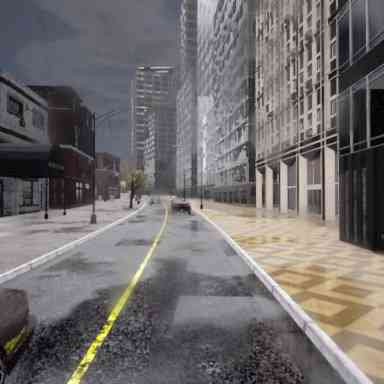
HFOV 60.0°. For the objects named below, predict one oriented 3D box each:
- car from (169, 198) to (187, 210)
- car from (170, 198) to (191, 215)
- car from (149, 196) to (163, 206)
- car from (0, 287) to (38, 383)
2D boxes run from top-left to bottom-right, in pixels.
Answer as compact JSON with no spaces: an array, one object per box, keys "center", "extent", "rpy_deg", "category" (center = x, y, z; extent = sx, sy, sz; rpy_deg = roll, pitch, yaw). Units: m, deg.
[{"center":[-1.924,1.529,44.013],"extent":[2.033,1.411,5.357],"rpy_deg":[0,0,-5],"category":"car"},{"center":[-1.108,1.481,33.615],"extent":[2.128,1.511,4.902],"rpy_deg":[0,0,-4],"category":"car"},{"center":[-5.751,1.460,53.088],"extent":[2.128,1.511,4.902],"rpy_deg":[0,0,-6],"category":"car"},{"center":[-2.876,1.547,1.930],"extent":[2.033,1.411,5.357],"rpy_deg":[0,0,0],"category":"car"}]
